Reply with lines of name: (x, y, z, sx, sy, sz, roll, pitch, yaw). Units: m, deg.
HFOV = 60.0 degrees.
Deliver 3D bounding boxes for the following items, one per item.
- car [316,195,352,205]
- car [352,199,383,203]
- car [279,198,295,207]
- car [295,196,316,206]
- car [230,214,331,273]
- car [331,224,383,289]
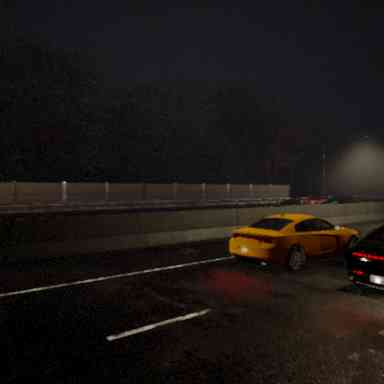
car: (16.679, 1.222, 37.846, 4.553, 1.767, 2.097, 0, 0, -36)
car: (19.431, 1.418, 35.518, 4.181, 1.385, 1.994, 0, 0, -36)
car: (13.526, 1.452, 44.198, 4.181, 1.385, 1.994, 0, 0, -36)
car: (15.401, 1.229, 41.237, 4.553, 1.767, 2.097, 0, 0, -36)
car: (3.467, 1.451, 10.754, 5.008, 1.535, 1.882, 0, 0, -36)
car: (5.616, 1.467, 7.986, 4.892, 1.490, 1.837, 0, 0, -36)
